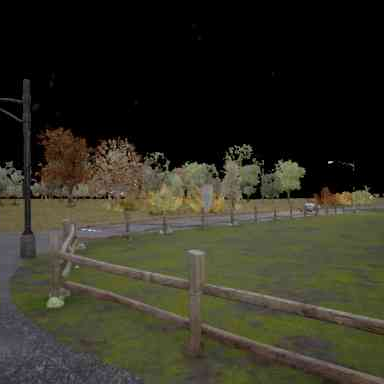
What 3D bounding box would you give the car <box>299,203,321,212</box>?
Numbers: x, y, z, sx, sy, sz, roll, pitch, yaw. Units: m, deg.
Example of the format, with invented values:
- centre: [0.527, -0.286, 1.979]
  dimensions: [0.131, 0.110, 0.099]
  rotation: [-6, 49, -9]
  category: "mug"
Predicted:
- centre: [18.874, 2.448, 52.974]
  dimensions: [2.033, 1.411, 5.357]
  rotation: [-1, -2, 40]
  category: "car"
